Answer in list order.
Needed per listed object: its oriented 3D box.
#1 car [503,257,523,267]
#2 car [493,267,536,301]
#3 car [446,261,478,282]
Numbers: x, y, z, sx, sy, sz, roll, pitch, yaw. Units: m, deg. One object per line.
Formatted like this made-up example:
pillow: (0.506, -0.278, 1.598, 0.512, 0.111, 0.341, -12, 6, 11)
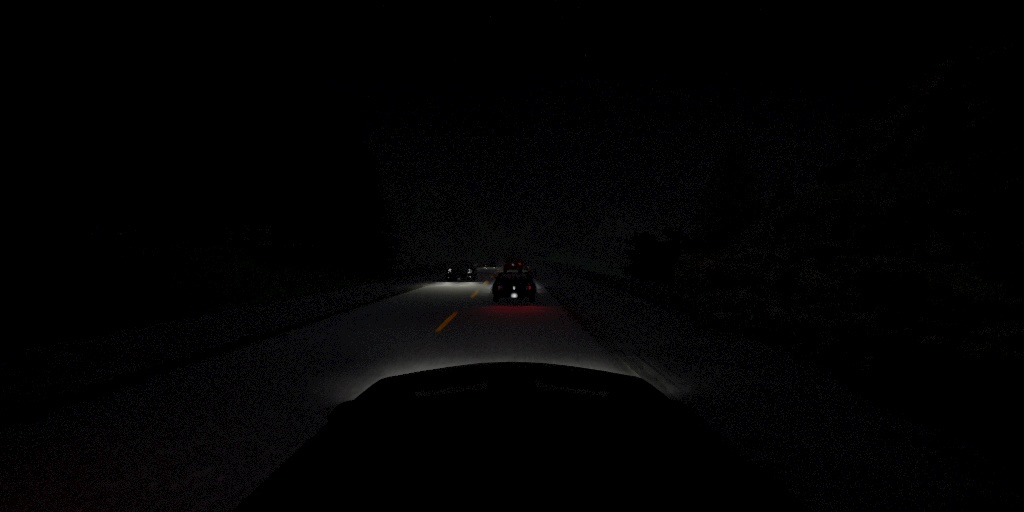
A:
car: (0.103, 1.079, 43.944, 2.150, 2.045, 5.566, 0, 0, 0)
car: (0.098, 1.391, 17.492, 1.895, 1.301, 4.718, 0, 0, 0)
car: (-4.088, 1.172, 29.901, 2.097, 1.767, 4.553, 0, 0, 0)
